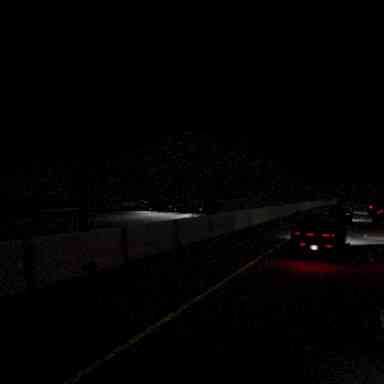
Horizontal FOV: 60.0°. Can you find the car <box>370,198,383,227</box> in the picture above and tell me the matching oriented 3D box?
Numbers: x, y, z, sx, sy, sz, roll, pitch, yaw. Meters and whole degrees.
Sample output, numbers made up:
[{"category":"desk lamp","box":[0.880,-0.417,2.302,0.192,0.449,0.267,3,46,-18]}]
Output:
[{"category":"car","box":[14.618,1.486,24.516,2.150,2.045,5.566,0,0,27]}]

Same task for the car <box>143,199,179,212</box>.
[{"category":"car","box":[-3.834,1.702,42.499,2.033,1.411,5.357,0,0,27]}]

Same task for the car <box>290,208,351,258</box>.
[{"category":"car","box":[5.237,1.622,13.438,1.837,1.490,4.892,0,0,27]}]

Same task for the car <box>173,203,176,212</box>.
[{"category":"car","box":[-0.936,1.776,40.487,1.895,1.301,4.718,0,0,27]}]

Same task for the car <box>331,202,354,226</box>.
[{"category":"car","box":[11.909,1.808,26.914,1.994,1.385,4.181,0,0,27]}]

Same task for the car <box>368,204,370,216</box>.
[{"category":"car","box":[21.037,1.737,37.495,2.097,1.767,4.553,0,0,26]}]

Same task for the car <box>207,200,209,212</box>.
[{"category":"car","box":[2.089,1.691,38.715,2.128,1.511,4.902,0,0,27]}]
